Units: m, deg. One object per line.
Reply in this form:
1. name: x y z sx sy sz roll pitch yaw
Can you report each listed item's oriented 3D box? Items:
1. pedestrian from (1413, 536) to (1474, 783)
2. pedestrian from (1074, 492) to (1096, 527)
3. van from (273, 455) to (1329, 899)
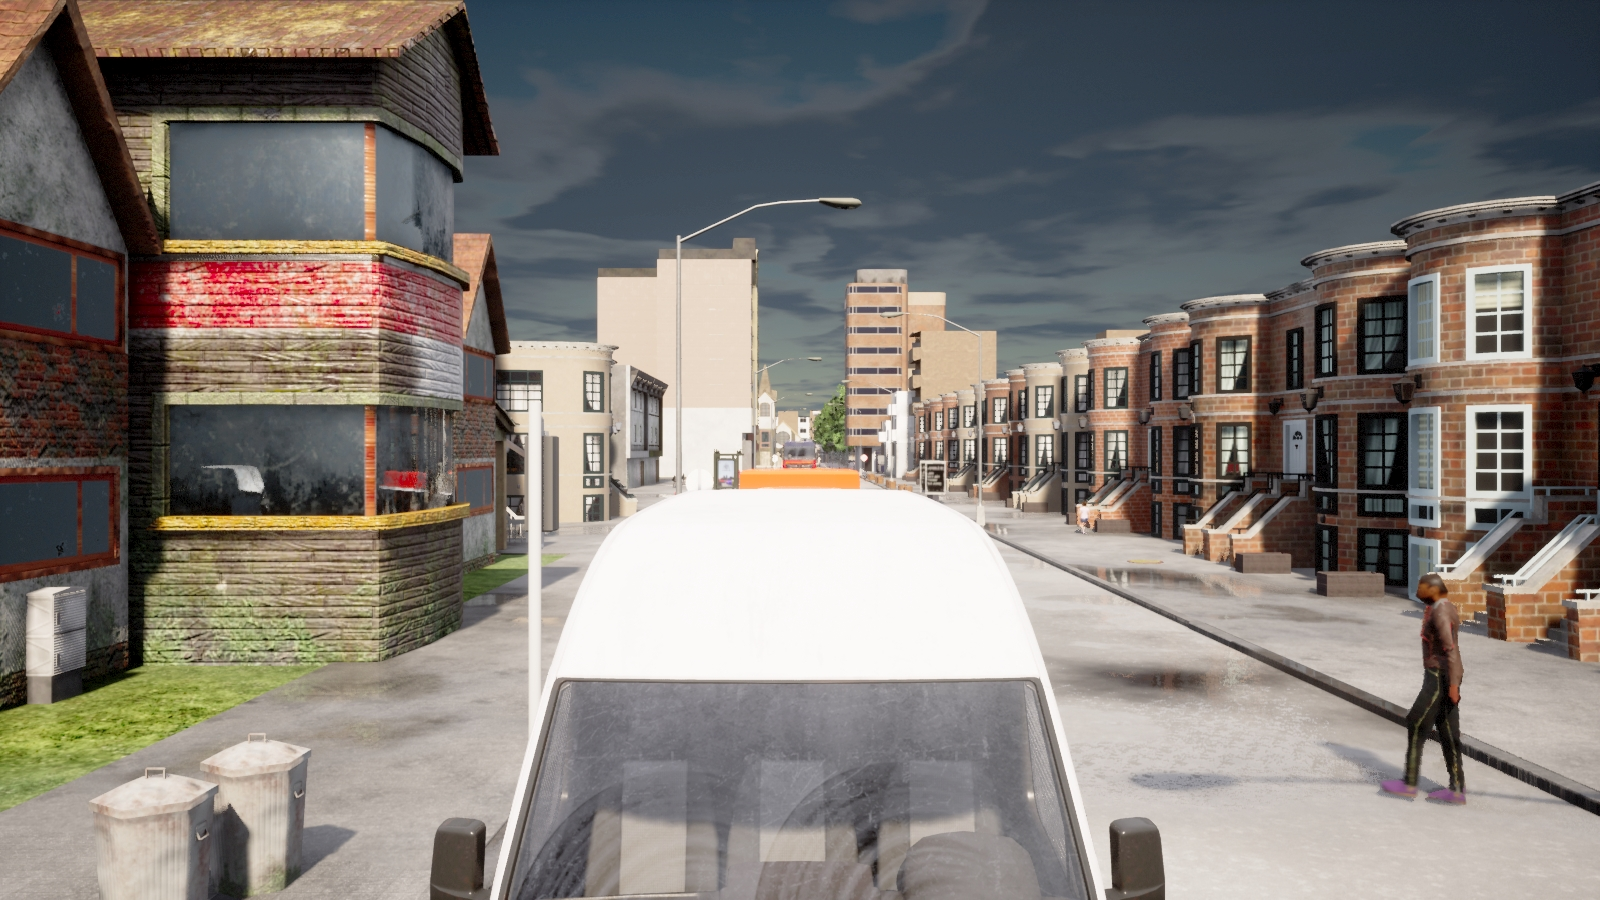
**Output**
1. pedestrian: 5.098 1.629 9.052 0.375 1.860 0.375 0 0 37
2. pedestrian: 9.099 1.903 36.513 0.500 1.100 0.500 0 0 -12
3. van: -0.003 1.314 5.110 1.988 2.561 5.915 0 0 0
